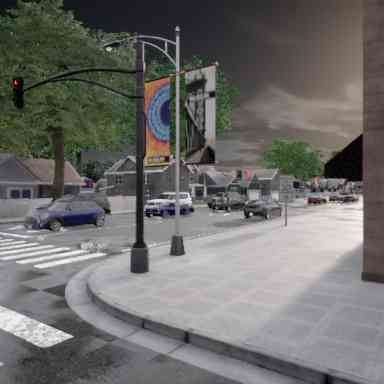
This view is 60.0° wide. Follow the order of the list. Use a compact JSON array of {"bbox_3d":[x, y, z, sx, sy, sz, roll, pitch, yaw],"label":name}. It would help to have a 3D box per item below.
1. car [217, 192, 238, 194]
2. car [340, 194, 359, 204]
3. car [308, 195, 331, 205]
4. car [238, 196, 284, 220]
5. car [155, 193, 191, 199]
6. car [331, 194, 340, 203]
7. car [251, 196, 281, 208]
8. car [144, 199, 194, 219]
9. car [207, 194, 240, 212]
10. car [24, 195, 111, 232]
[{"bbox_3d":[4.083,1.018,41.406,2.150,2.045,5.566,0,0,35],"label":"car"},{"bbox_3d":[27.125,1.168,56.558,1.837,1.490,4.892,0,-1,36],"label":"car"},{"bbox_3d":[19.387,1.187,51.324,1.882,1.535,5.008,0,0,36],"label":"car"},{"bbox_3d":[5.836,1.359,26.791,1.837,1.490,4.892,0,1,36],"label":"car"},{"bbox_3d":[-2.171,1.076,32.676,2.150,2.045,5.566,0,0,35],"label":"car"},{"bbox_3d":[26.651,1.156,61.483,1.837,1.490,4.892,0,0,36],"label":"car"},{"bbox_3d":[9.787,1.260,43.773,2.128,1.511,4.902,0,0,36],"label":"car"},{"bbox_3d":[-1.862,1.477,27.544,1.895,1.301,4.718,0,0,36],"label":"car"},{"bbox_3d":[3.990,1.299,35.709,1.882,1.535,5.008,0,0,35],"label":"car"},{"bbox_3d":[-7.425,1.281,19.746,2.097,1.767,4.553,0,0,35],"label":"car"}]
